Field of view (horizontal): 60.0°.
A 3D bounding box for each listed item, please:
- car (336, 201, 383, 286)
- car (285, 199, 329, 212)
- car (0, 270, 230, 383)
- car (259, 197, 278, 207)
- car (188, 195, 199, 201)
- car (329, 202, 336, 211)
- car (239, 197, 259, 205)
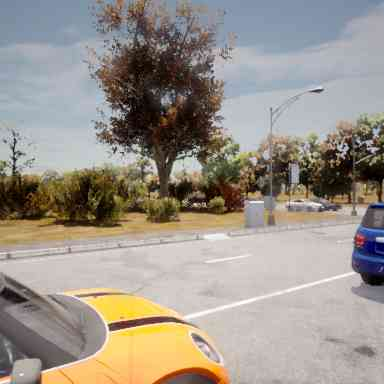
[{"bbox_3d":[6.186,1.221,8.170,5.566,2.045,2.150,0,0,-35],"label":"car"},{"bbox_3d":[12.998,1.526,38.705,1.812,1.442,4.674,0,0,-32],"label":"car"},{"bbox_3d":[-1.857,1.352,2.421,4.553,1.767,2.097,0,0,-36],"label":"car"},{"bbox_3d":[10.464,1.481,49.215,2.128,1.511,4.902,0,0,-33],"label":"car"},{"bbox_3d":[1.236,1.399,63.250,1.882,1.535,5.008,0,0,-34],"label":"car"},{"bbox_3d":[15.684,1.547,41.009,2.033,1.411,5.357,0,0,-32],"label":"car"},{"bbox_3d":[6.938,1.465,48.230,1.882,1.535,5.008,0,1,-33],"label":"car"}]
